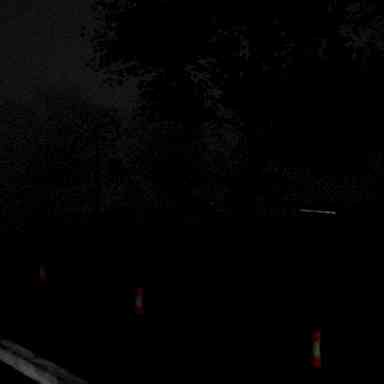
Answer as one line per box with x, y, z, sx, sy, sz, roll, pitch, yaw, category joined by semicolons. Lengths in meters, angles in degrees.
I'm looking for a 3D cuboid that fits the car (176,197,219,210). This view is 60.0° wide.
0.589;1.261;36.646;4.718;1.301;1.895;0;0;27;car

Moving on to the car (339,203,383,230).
10.415;1.355;19.110;1.994;1.385;4.181;0;0;-18;car
